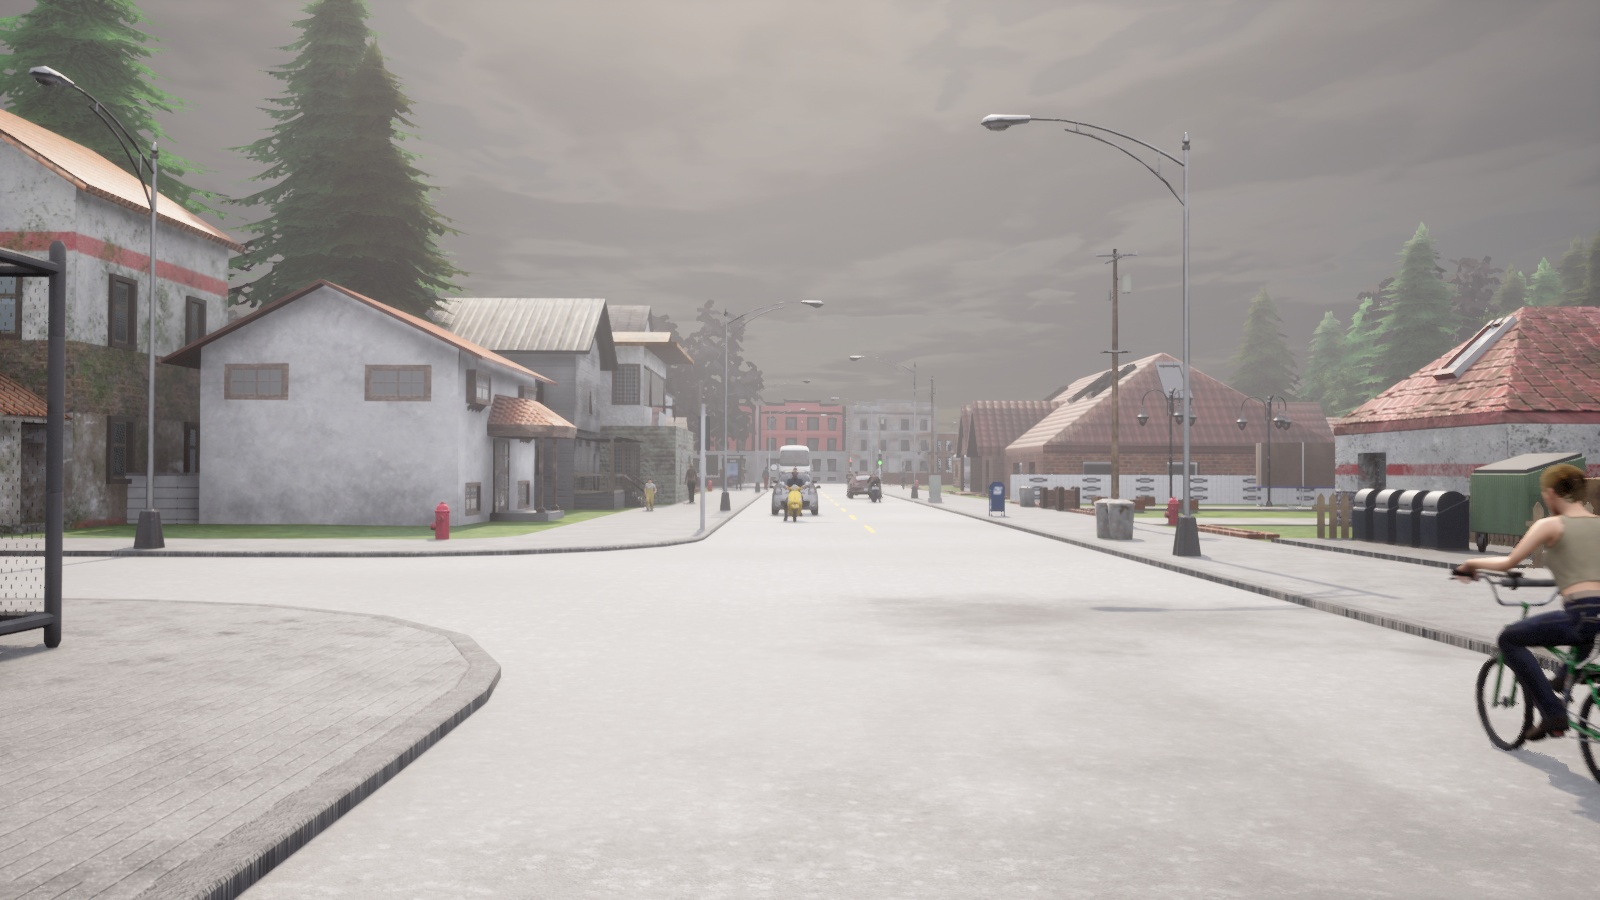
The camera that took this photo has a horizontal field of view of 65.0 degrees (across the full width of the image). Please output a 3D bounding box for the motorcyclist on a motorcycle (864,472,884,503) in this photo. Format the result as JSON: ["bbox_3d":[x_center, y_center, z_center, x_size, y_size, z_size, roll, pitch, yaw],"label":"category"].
[{"bbox_3d":[3.770,1.907,63.754,0.866,1.530,2.191,0,-1,0],"label":"motorcyclist on a motorcycle"}]

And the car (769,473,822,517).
[{"bbox_3d":[-0.166,1.594,45.423,1.845,1.501,3.633,0,-1,0],"label":"car"}]

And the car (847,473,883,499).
[{"bbox_3d":[3.737,2.052,72.894,1.812,1.442,4.674,0,-1,0],"label":"car"}]

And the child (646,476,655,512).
[{"bbox_3d":[-5.390,1.586,45.155,0.270,1.263,0.437,0,-1,0],"label":"child"}]

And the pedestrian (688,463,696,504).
[{"bbox_3d":[-4.834,1.489,56.181,0.331,1.846,0.634,0,-1,-2],"label":"pedestrian"}]

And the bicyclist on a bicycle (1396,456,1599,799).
[{"bbox_3d":[3.969,0.848,6.671,0.866,1.612,1.509,0,-1,0],"label":"bicyclist on a bicycle"}]

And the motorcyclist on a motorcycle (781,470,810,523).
[{"bbox_3d":[-0.150,1.427,39.142,0.866,1.590,1.817,0,-1,0],"label":"motorcyclist on a motorcycle"}]
